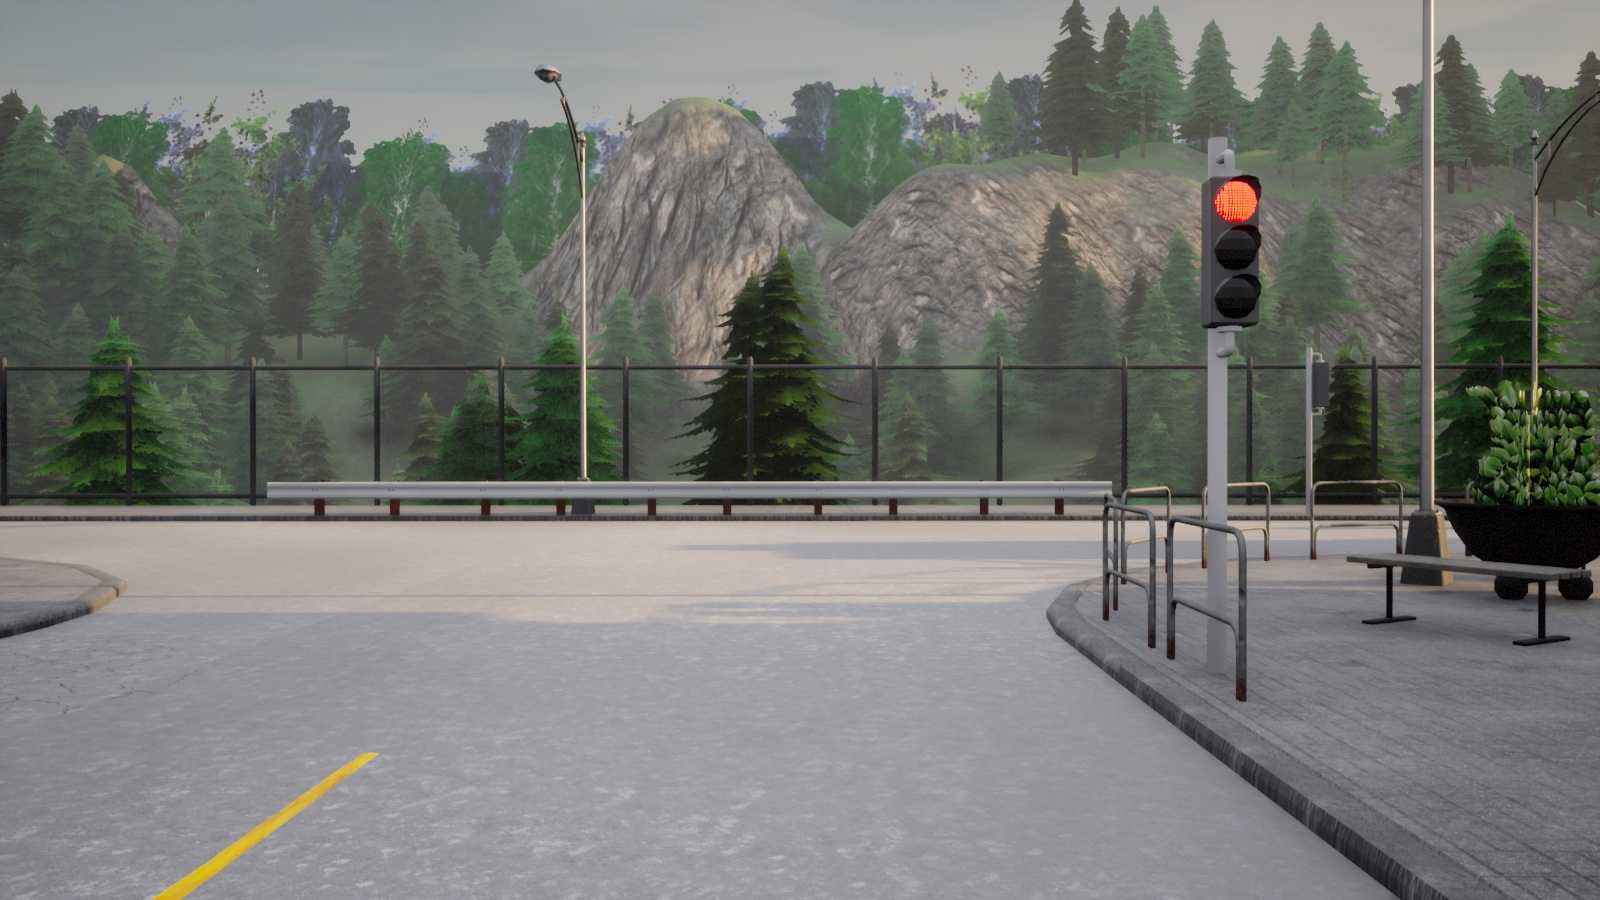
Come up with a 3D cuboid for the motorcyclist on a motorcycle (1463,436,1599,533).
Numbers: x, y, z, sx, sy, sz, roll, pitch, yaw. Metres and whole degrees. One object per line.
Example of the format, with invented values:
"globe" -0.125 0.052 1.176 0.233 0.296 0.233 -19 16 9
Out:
"motorcyclist on a motorcycle" 12.900 0.582 21.813 2.350 1.649 0.766 0 0 0
